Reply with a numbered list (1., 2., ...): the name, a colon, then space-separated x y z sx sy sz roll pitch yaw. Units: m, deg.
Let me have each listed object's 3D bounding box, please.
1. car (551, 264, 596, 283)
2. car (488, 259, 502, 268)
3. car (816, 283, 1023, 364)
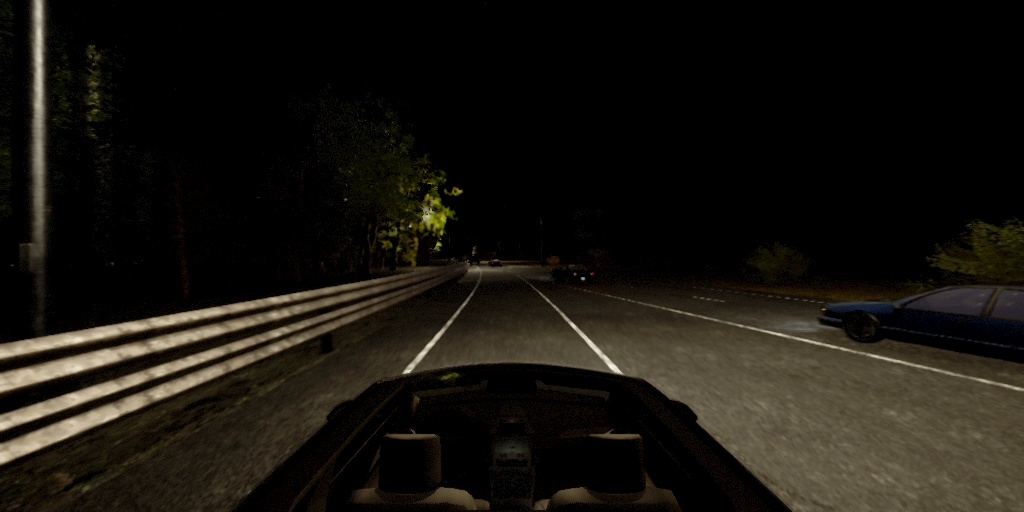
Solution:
1. car: 4.478 1.286 26.932 1.895 1.301 4.718 0 0 -12
2. car: -3.079 1.291 63.086 2.033 1.411 5.357 -1 0 -12
3. car: 8.778 1.190 6.350 2.033 1.411 5.357 0 0 -12
